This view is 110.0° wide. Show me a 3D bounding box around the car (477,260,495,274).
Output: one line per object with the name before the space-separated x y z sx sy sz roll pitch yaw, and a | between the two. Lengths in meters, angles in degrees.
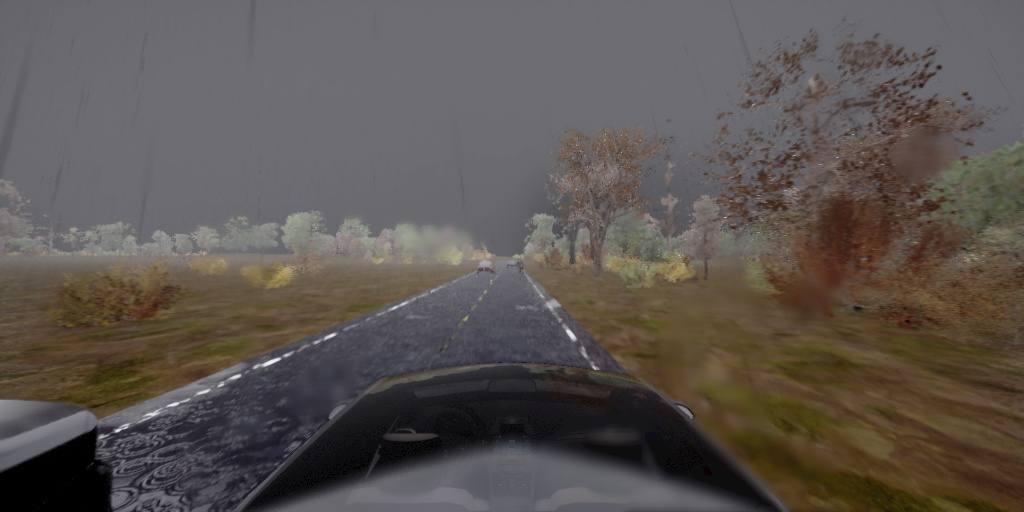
car | -3.054 1.246 42.300 1.882 1.535 5.008 0 0 0

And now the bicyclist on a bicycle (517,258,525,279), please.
bicyclist on a bicycle | 0.832 1.228 31.076 0.582 1.620 1.656 0 0 0
